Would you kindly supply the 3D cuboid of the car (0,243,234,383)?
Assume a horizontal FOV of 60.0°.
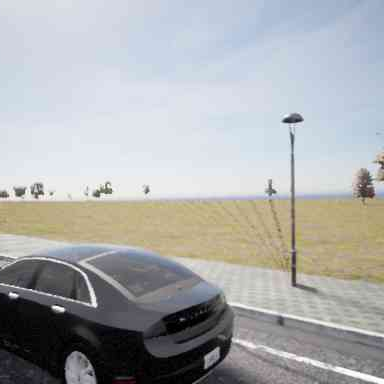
[{"bbox_3d":[-1.758,1.547,4.973,4.892,1.490,1.837,-1,-1,36],"label":"car"}]
